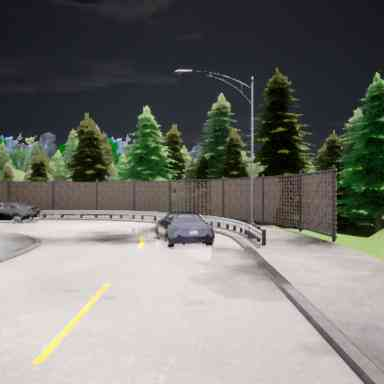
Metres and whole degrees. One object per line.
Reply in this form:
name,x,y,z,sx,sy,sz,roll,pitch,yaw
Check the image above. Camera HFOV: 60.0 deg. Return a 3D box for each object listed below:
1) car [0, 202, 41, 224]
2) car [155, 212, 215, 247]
car,-13.655,1.495,24.229,4.902,1.511,2.128,0,0,0
car,-0.438,1.574,15.121,1.994,1.385,4.181,0,0,-15
